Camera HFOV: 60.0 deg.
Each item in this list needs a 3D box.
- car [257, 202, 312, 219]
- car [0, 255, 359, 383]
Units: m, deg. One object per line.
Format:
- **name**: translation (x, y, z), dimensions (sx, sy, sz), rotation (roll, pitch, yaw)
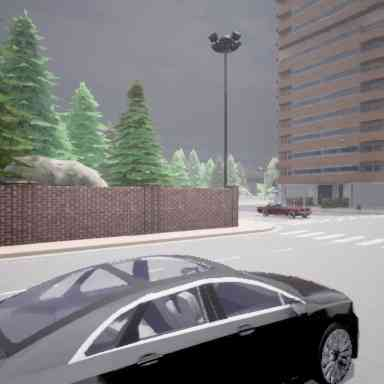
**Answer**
- **car**: translation (7.979, 1.545, 28.982), dimensions (1.895, 1.301, 4.718), rotation (0, 0, -35)
- **car**: translation (-0.055, 1.492, 3.703), dimensions (4.902, 1.511, 2.128), rotation (0, 0, -36)
